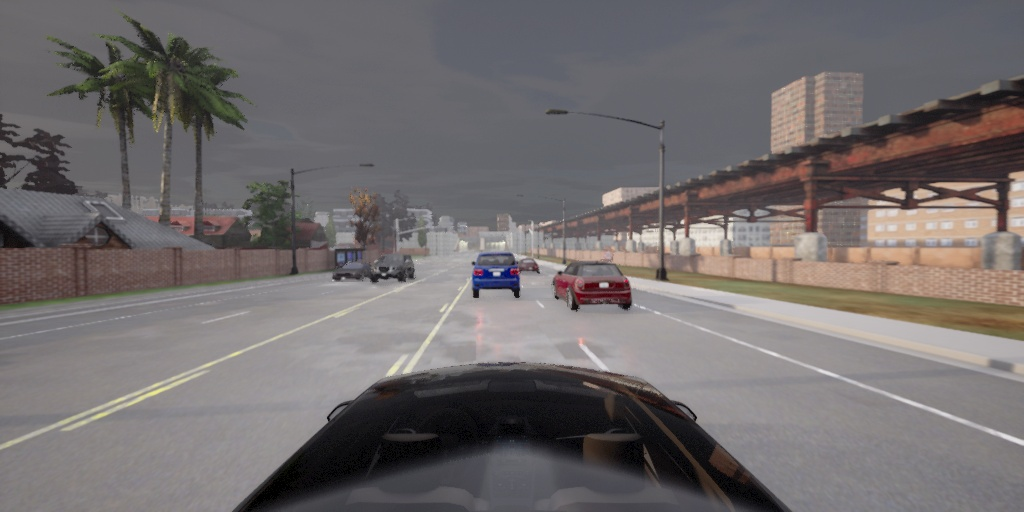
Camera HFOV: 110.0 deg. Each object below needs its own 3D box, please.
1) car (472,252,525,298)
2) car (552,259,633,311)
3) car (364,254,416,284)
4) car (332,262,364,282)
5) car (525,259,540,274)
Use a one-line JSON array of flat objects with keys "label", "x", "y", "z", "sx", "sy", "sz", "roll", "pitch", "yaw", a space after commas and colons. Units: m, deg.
[{"label": "car", "x": -0.818, "y": 0.838, "z": 17.878, "sx": 2.150, "sy": 2.045, "sz": 5.566, "roll": -1, "pitch": 0, "yaw": -4}, {"label": "car", "x": 2.914, "y": 0.968, "z": 13.965, "sx": 2.097, "sy": 1.767, "sz": 4.553, "roll": -1, "pitch": 1, "yaw": -3}, {"label": "car", "x": -8.574, "y": 0.844, "z": 26.261, "sx": 2.150, "sy": 2.045, "sz": 5.566, "roll": -1, "pitch": 0, "yaw": -4}, {"label": "car", "x": -12.205, "y": 1.187, "z": 28.233, "sx": 2.033, "sy": 1.411, "sz": 5.357, "roll": -1, "pitch": 0, "yaw": -4}, {"label": "car", "x": 1.564, "y": 0.967, "z": 35.425, "sx": 1.812, "sy": 1.442, "sz": 4.674, "roll": -1, "pitch": 0, "yaw": -4}]
